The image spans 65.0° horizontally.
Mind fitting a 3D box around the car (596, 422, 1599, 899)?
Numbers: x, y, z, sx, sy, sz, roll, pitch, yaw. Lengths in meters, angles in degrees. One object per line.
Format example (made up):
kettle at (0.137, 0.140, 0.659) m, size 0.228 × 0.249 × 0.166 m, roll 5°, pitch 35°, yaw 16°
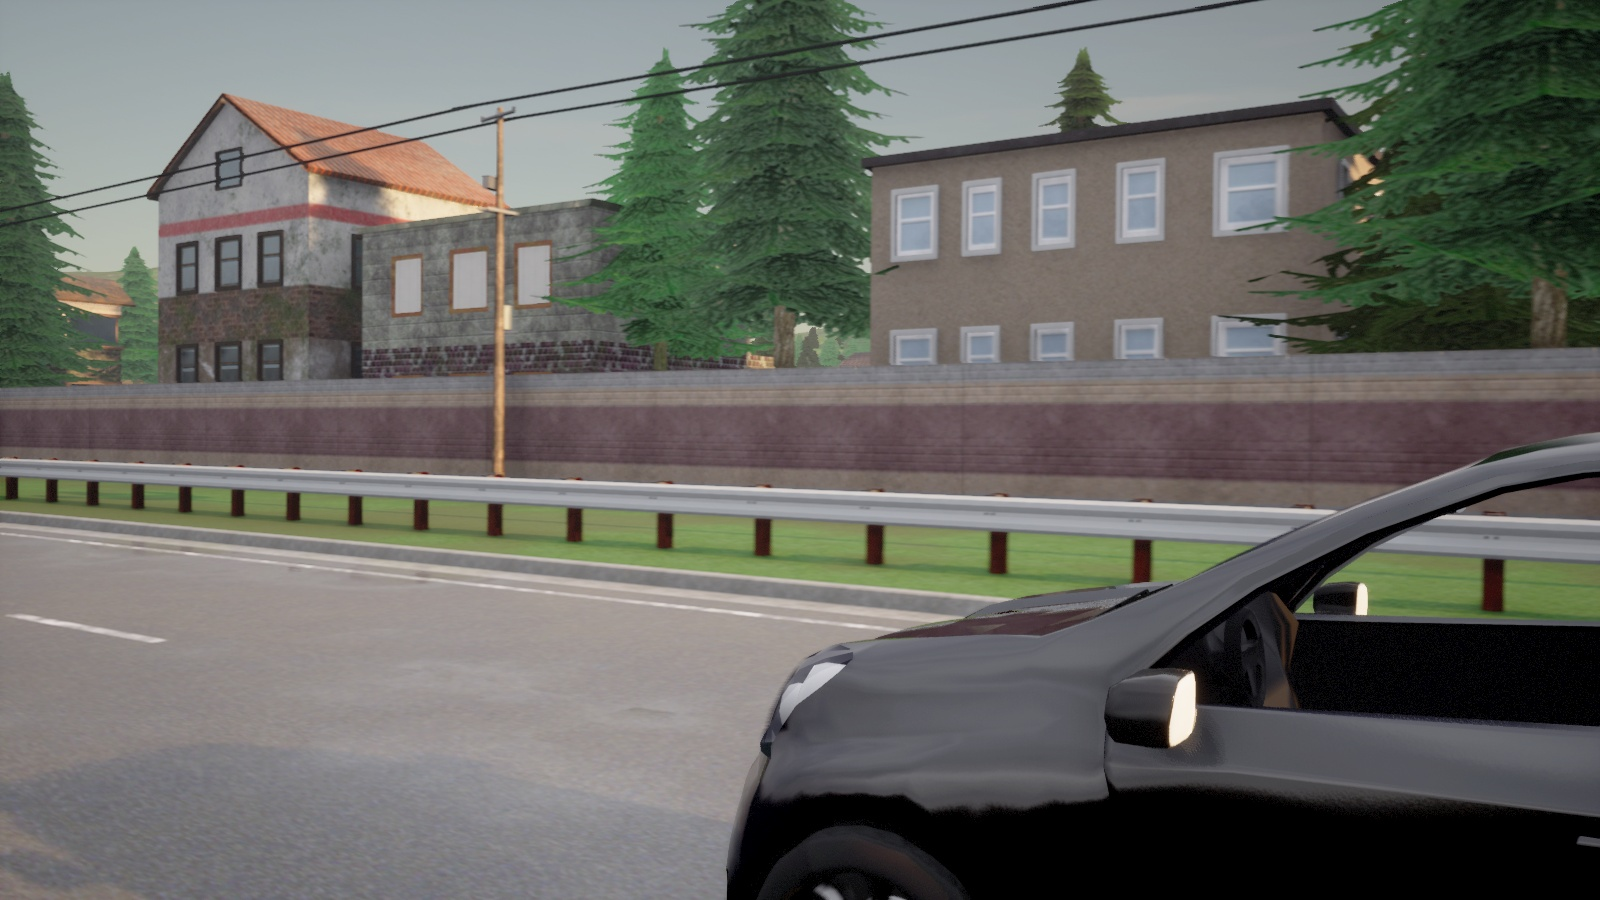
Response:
car at (1.574, 0.696, 2.578) m, size 3.633 × 1.501 × 1.845 m, roll 0°, pitch 1°, yaw 34°
